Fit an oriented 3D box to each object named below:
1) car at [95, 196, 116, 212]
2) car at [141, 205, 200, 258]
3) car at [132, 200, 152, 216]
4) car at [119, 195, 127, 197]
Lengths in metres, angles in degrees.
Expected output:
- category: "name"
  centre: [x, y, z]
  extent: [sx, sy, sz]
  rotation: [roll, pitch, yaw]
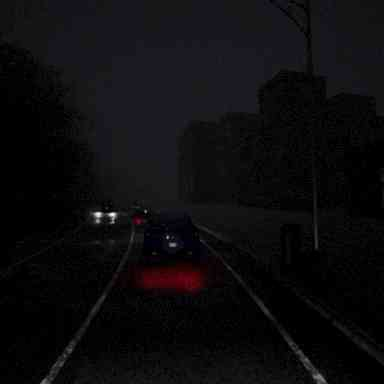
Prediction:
- category: "car"
  centre: [-9.560, 1.429, 36.872]
  extent: [1.837, 1.490, 4.892]
  rotation: [1, 0, -17]
- category: "car"
  centre: [-0.877, 1.500, 12.883]
  extent: [1.882, 1.535, 5.008]
  rotation: [0, 0, -7]
- category: "car"
  centre: [-4.868, 1.550, 32.800]
  extent: [1.812, 1.442, 4.674]
  rotation: [1, 0, -15]
- category: "car"
  centre: [-16.535, 0.903, 76.992]
  extent: [2.033, 1.411, 5.357]
  rotation: [-1, 0, 5]
